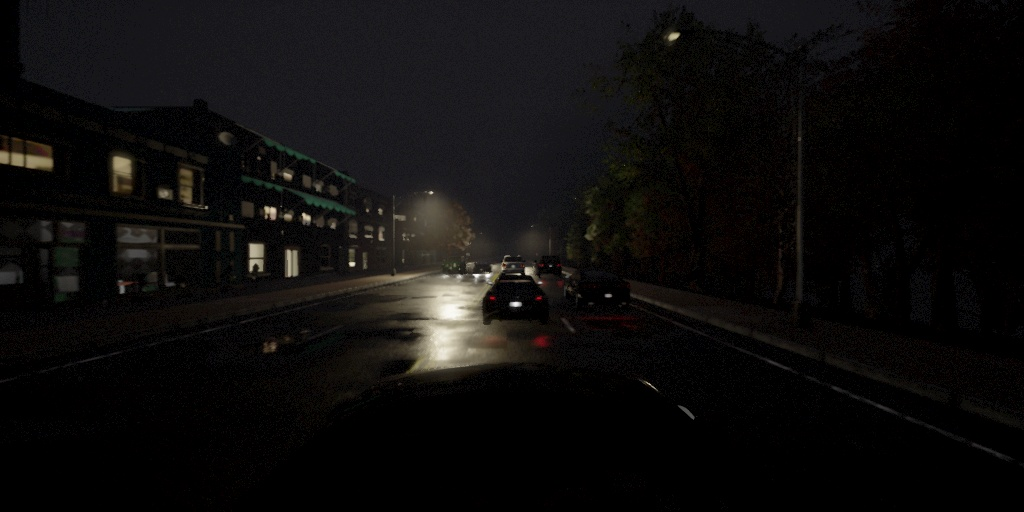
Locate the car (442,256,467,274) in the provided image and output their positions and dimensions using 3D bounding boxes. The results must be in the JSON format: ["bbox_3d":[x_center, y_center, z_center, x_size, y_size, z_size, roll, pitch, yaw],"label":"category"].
[{"bbox_3d":[-6.572,0.965,41.312,2.150,2.045,5.566,0,0,0],"label":"car"}]

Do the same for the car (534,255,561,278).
[{"bbox_3d":[3.363,0.966,33.825,2.150,2.045,5.566,0,0,0],"label":"car"}]

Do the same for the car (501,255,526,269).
[{"bbox_3d":[0.114,0.966,33.818,2.150,2.045,5.566,0,0,0],"label":"car"}]

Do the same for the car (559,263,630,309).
[{"bbox_3d":[3.355,1.226,14.944,1.882,1.535,5.008,0,0,0],"label":"car"}]

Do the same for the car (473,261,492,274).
[{"bbox_3d":[-3.323,1.307,40.938,1.994,1.385,4.181,0,0,0],"label":"car"}]

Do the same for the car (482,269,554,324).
[{"bbox_3d":[0.104,1.312,11.978,1.994,1.385,4.181,0,0,0],"label":"car"}]
